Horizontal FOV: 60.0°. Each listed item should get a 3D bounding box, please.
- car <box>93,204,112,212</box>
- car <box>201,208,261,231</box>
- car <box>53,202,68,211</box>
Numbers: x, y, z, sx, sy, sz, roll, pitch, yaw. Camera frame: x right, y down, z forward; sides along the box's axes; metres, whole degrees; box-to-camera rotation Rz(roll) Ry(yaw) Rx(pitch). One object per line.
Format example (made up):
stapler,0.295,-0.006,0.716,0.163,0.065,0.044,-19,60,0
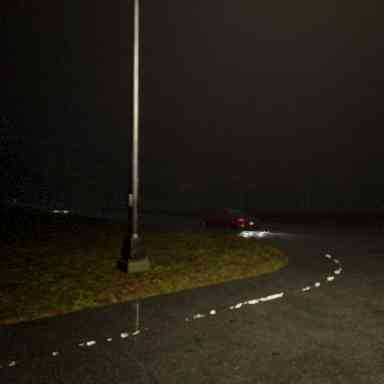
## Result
car,-16.163,2.836,60.188,2.033,1.411,5.357,3,-3,-35
car,2.455,1.737,21.659,1.994,1.385,4.181,3,-3,-35
car,-23.178,2.577,58.586,1.812,1.442,4.674,3,-2,-31
